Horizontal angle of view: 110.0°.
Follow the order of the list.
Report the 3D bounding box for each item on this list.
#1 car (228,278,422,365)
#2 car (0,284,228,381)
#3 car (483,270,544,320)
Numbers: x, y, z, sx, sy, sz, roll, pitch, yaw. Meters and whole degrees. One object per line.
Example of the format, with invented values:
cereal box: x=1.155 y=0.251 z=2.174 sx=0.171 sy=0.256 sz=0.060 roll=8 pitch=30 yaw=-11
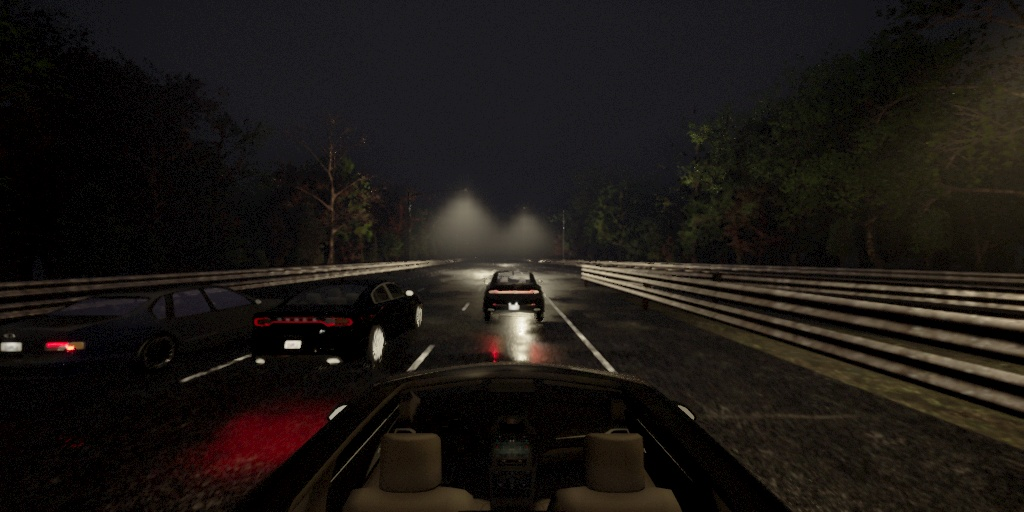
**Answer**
car: x=-3.429 y=1.228 z=8.068 sx=1.882 sy=1.535 sz=5.008 roll=0 pitch=0 yaw=0
car: x=-6.920 y=1.299 z=7.458 sx=2.033 sy=1.411 sz=5.357 roll=0 pitch=0 yaw=0
car: x=0.040 y=1.241 z=12.573 sx=2.128 sy=1.511 sz=4.902 roll=0 pitch=0 yaw=0
